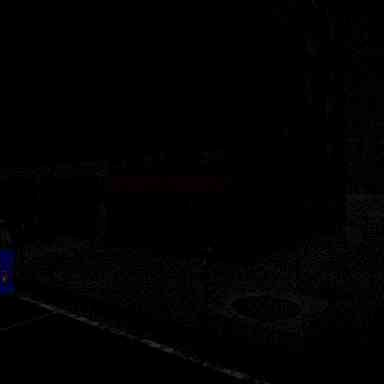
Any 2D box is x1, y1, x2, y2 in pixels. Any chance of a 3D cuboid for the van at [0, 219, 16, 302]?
[{"bbox_3d":[-5.310,1.341,6.876,3.998,1.788,1.690,0,0,36],"label":"van"}]
